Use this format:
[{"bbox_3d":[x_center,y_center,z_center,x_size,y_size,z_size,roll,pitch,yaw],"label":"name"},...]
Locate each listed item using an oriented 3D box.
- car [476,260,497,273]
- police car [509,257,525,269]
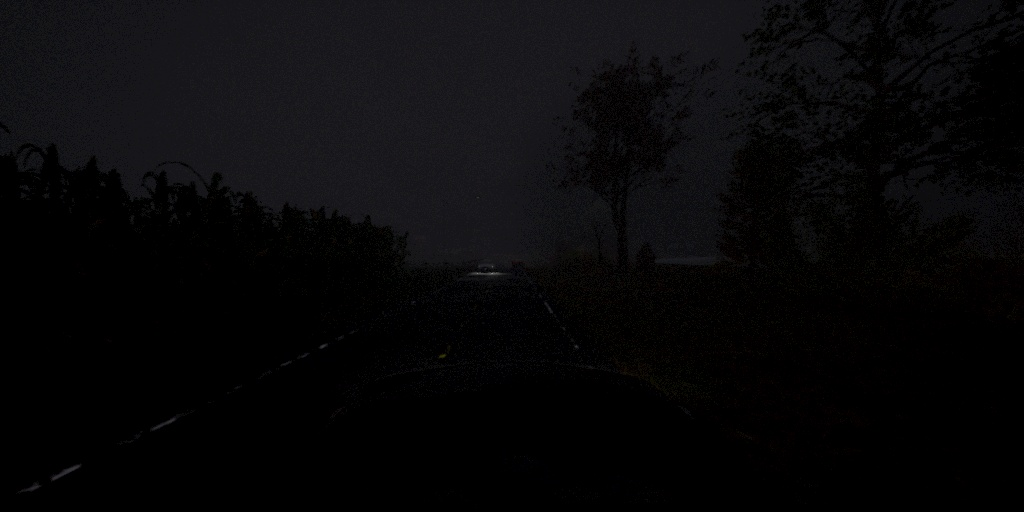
[{"bbox_3d":[-2.825,1.129,40.706,1.812,1.442,4.674,0,0,0],"label":"car"},{"bbox_3d":[0.836,0.996,52.484,1.930,1.638,5.238,0,0,0],"label":"police car"}]
